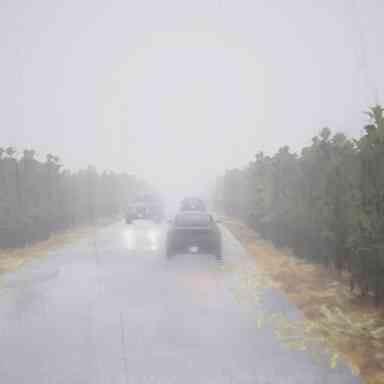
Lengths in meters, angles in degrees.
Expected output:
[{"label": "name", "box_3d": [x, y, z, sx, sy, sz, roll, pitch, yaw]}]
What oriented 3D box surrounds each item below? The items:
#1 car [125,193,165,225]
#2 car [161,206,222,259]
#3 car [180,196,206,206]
[{"label": "car", "box_3d": [-3.160, 1.080, 23.322, 2.150, 2.045, 5.566, 0, 1, 0]}, {"label": "car", "box_3d": [0.068, 1.480, 12.465, 1.837, 1.490, 4.892, 0, 0, 0]}, {"label": "car", "box_3d": [0.070, 1.140, 27.403, 2.097, 1.767, 4.553, 0, 1, 0]}]
